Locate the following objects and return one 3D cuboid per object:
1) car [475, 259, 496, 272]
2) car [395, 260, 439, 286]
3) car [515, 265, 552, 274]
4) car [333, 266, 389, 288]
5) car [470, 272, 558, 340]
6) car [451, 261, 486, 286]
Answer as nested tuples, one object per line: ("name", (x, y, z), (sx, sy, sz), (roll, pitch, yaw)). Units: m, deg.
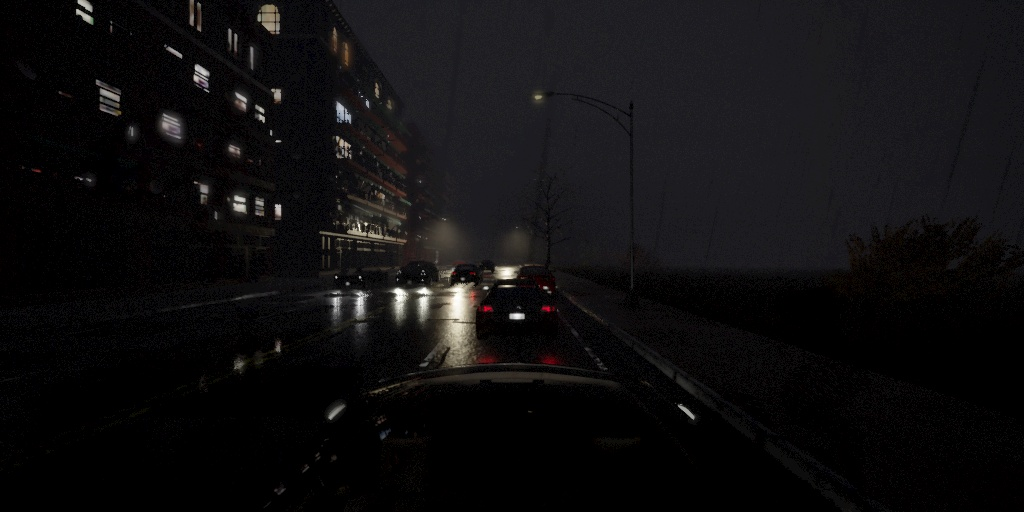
("car", (-3.110, 1.250, 44.336), (1.837, 1.490, 4.892), (0, -2, 0))
("car", (-6.579, 1.104, 25.250), (2.097, 1.767, 4.553), (0, 0, 0))
("car", (1.153, 1.230, 18.916), (1.882, 1.535, 5.008), (0, 0, 0))
("car", (-9.829, 1.353, 23.672), (1.895, 1.301, 4.718), (0, 0, 0))
("car", (0.109, 1.315, 9.996), (1.994, 1.385, 4.181), (0, 0, 0))
("car", (-3.127, 1.278, 25.101), (1.812, 1.442, 4.674), (0, 0, 0))
